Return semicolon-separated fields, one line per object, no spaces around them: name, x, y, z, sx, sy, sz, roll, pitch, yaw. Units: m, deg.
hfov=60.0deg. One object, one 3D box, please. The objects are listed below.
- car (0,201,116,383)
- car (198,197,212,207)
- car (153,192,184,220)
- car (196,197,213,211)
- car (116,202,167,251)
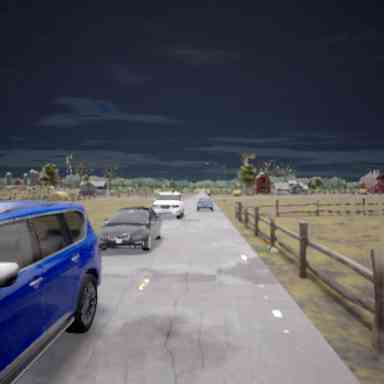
car;-2.739;1.170;3.794;2.150;2.045;5.566;1;0;2
car;1.913;1.371;48.446;1.895;1.301;4.718;1;0;2
car;-1.832;1.051;27.075;2.150;2.045;5.566;1;0;3
car;1.469;1.360;37.219;2.033;1.411;5.357;1;0;2
car;-2.373;1.396;13.661;1.837;1.490;4.892;1;1;2
